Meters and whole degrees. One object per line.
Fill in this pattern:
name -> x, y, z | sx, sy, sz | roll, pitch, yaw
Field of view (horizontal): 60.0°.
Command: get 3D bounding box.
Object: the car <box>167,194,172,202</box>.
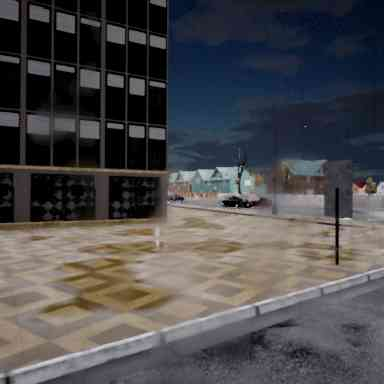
car -> -5.857, 1.018, 59.833 | 1.812, 1.442, 4.674 | 1, 0, -27

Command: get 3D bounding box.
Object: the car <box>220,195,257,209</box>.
car -> 5.074, 1.195, 38.924 | 1.837, 1.490, 4.892 | 1, 0, -28

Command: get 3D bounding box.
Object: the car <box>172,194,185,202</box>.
car -> -3.185, 1.064, 61.739 | 2.033, 1.411, 5.357 | 1, 0, -28

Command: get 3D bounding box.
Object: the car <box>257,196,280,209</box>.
car -> 8.360, 1.252, 39.658 | 1.812, 1.442, 4.674 | 1, 0, -28
